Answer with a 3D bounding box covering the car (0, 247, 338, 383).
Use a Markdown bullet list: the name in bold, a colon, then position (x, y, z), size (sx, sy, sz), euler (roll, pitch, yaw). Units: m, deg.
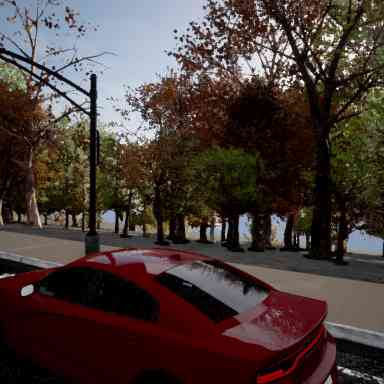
- **car**: position (-0.859, 1.477, 4.289), size (5.008, 1.535, 1.882), euler (0, 0, 35)
